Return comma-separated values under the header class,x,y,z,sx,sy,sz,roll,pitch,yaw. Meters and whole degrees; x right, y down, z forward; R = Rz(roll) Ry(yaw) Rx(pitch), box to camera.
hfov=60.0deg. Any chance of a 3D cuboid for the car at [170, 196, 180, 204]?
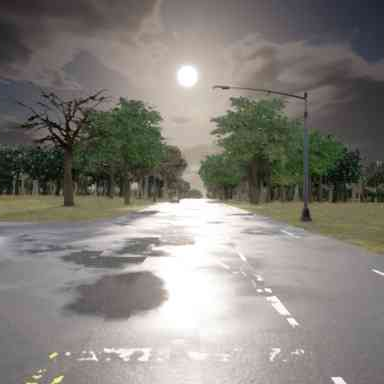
class,x,y,z,sx,sy,sz,roll,pitch,yaw
car,-3.604,1.720,70.331,1.837,1.490,4.892,0,0,0
